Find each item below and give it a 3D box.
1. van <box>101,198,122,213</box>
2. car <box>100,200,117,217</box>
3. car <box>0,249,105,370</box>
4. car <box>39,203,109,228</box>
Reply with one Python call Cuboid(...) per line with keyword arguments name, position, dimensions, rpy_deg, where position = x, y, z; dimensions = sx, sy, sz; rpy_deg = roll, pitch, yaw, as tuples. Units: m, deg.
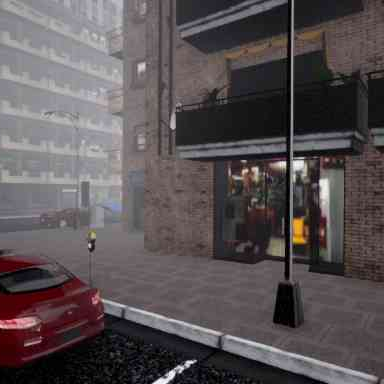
Cuboid(name="van", position=(-8.710, 1.606, 37.856), dimensions=(1.690, 1.788, 3.998), rpy_deg=(0, -1, 36))
Cuboid(name="car", position=(-9.743, 1.792, 31.986), dimensions=(1.994, 1.385, 4.181), rpy_deg=(1, 0, 36))
Cuboid(name="car", position=(-3.143, 1.582, 5.243), dimensions=(4.206, 1.307, 1.802), rpy_deg=(0, 0, 36))
Cuboid(name="car", position=(-8.528, 1.756, 23.737), dimensions=(1.887, 1.381, 4.507), rpy_deg=(0, -1, 36))
